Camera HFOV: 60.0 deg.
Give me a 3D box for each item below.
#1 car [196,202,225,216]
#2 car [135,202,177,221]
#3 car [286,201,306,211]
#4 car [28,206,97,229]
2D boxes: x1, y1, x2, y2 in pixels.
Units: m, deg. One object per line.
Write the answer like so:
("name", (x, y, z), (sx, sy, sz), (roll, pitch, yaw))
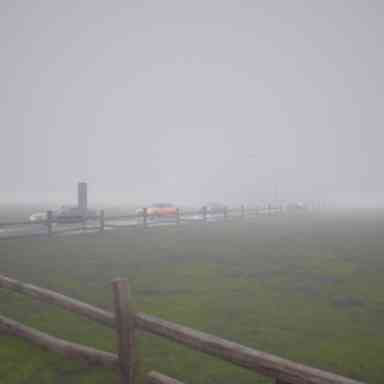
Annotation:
("car", (2.441, 1.973, 40.621), (2.097, 1.767, 4.553), (0, -1, 35))
("car", (-3.436, 1.791, 32.344), (2.097, 1.767, 4.553), (0, -1, 35))
("car", (18.052, 2.367, 57.580), (2.097, 1.767, 4.553), (-1, -1, 37))
("car", (-9.259, 1.750, 24.149), (2.128, 1.511, 4.902), (0, -1, 36))
